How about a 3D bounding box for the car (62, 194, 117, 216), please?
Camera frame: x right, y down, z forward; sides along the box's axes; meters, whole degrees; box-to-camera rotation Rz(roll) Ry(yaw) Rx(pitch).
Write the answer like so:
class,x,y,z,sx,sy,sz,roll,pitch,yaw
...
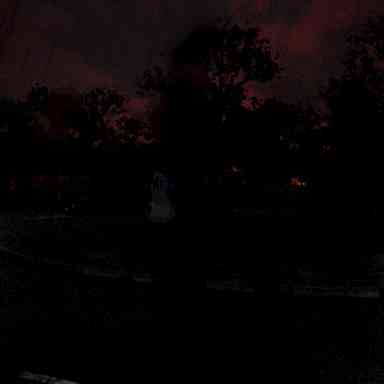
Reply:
class,x,y,z,sx,sy,sz,roll,pitch,yaw
car,-10.156,1.277,33.574,2.150,2.045,5.566,-1,-1,38
